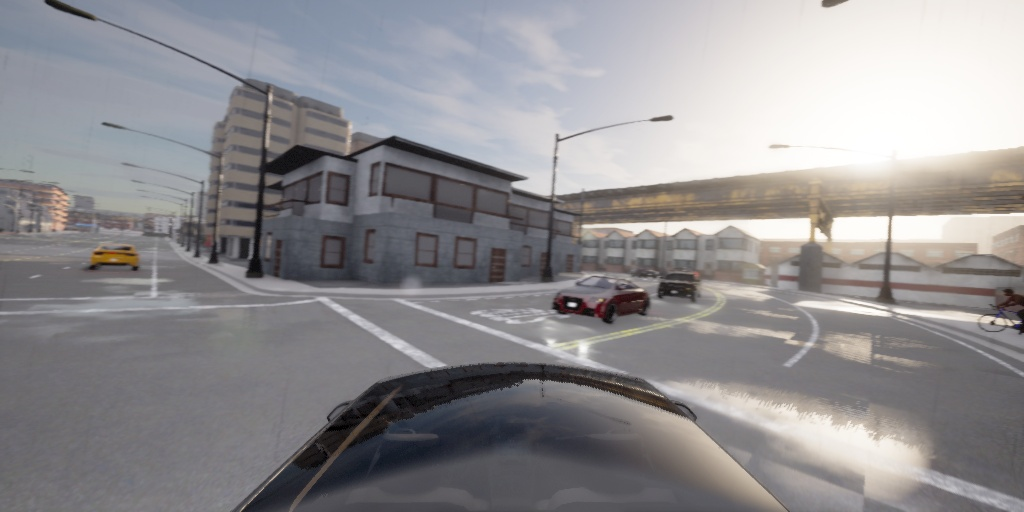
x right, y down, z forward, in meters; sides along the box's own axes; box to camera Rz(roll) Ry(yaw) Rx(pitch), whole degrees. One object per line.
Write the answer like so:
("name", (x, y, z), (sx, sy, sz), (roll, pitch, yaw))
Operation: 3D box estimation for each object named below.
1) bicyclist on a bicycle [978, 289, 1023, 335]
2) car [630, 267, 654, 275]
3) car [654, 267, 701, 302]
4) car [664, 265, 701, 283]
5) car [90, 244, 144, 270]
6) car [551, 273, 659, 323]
("bicyclist on a bicycle", (17.935, 2.013, 12.799), (1.656, 1.620, 0.582), (3, 0, 34))
("car", (16.354, 2.049, 44.569), (1.994, 1.385, 4.181), (4, -1, -1))
("car", (9.728, 1.644, 20.686), (1.882, 1.535, 5.008), (4, 1, 31))
("car", (19.768, 2.060, 41.867), (2.097, 1.767, 4.553), (4, 0, 2))
("car", (-23.822, 0.003, 21.677), (1.882, 1.535, 5.008), (5, -2, -45))
("car", (3.266, 1.415, 12.722), (1.994, 1.385, 4.181), (3, 0, 43))
